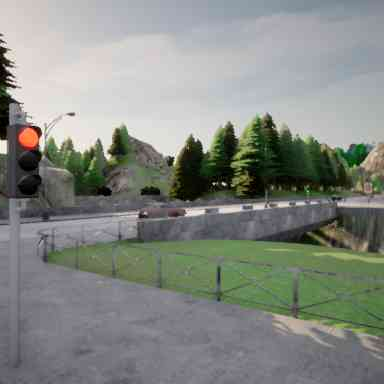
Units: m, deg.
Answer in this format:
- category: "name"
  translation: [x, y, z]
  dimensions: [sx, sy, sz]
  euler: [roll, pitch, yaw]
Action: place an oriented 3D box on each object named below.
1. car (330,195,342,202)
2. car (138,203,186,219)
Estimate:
- category: "car"
  translation: [32.969, 1.438, 75.990]
  dimensions: [1.837, 1.490, 4.892]
  euler: [0, 0, 36]
- category: "car"
  translation: [-2.309, 1.553, 26.550]
  dimensions: [1.994, 1.385, 4.181]
  euler: [0, 0, 36]
